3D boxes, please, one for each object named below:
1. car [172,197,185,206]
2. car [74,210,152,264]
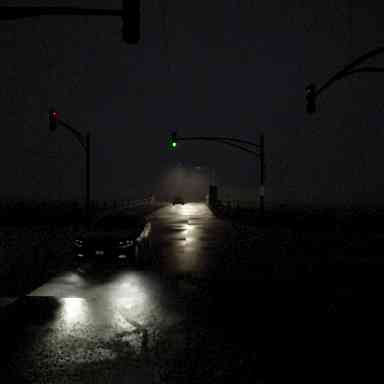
[{"bbox_3d":[-2.183,1.561,54.115,1.812,1.442,4.674,0,0,1],"label":"car"},{"bbox_3d":[-2.614,1.460,11.965,1.882,1.535,5.008,1,0,0],"label":"car"}]
